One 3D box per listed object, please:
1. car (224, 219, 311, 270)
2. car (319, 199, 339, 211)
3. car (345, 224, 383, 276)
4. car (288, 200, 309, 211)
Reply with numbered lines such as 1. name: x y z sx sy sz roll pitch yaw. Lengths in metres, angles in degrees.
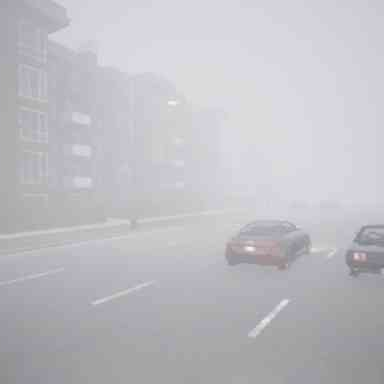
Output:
1. car: 2.733 1.631 11.466 1.994 1.385 4.181 -2 -1 31
2. car: 17.721 1.587 43.002 2.128 1.511 4.902 -2 -1 31
3. car: 5.763 1.588 9.729 1.895 1.301 4.718 -2 -1 31
4. car: 14.002 1.726 43.889 2.033 1.411 5.357 -1 -1 29
